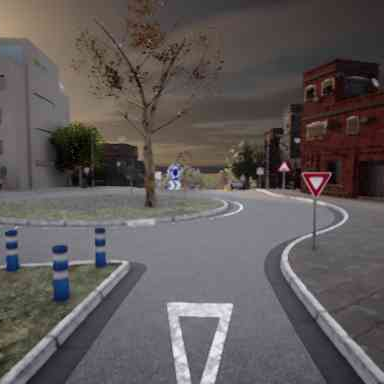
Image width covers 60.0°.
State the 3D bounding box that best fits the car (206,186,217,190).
[{"bbox_3d":[4.110,-0.443,69.143,1.837,1.490,4.892,0,-1,3],"label":"car"}]

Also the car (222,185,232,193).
[{"bbox_3d":[7.436,-0.566,70.644,1.882,1.535,5.008,0,-1,3],"label":"car"}]

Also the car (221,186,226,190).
[{"bbox_3d":[7.024,-0.616,61.992,1.882,1.535,5.008,0,-1,3],"label":"car"}]

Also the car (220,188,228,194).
[{"bbox_3d":[8.113,-0.241,84.862,1.812,1.442,4.674,0,-1,3],"label":"car"}]

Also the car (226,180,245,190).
[{"bbox_3d":[6.307,-0.932,46.937,2.128,1.511,4.902,0,-1,3],"label":"car"}]
